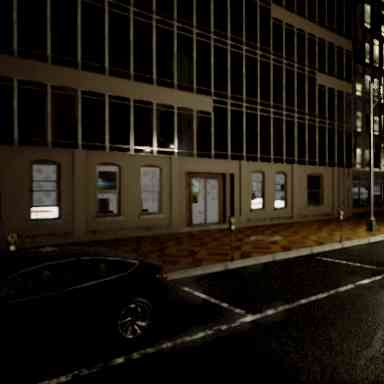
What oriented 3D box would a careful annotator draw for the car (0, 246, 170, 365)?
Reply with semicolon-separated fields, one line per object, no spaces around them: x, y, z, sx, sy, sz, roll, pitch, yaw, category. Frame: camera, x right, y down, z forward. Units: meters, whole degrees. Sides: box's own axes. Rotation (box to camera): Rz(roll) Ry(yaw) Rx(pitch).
-2.363;1.560;4.871;4.313;1.339;1.947;-1;0;-35;car
